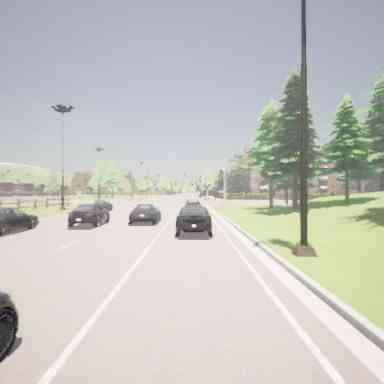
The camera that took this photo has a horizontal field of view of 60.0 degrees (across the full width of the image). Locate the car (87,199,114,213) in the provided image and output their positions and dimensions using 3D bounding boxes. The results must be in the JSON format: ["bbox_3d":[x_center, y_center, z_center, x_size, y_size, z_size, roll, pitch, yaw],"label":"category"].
[{"bbox_3d":[-10.403,1.575,38.229,1.994,1.385,4.181,0,0,0],"label":"car"}]

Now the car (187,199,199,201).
[{"bbox_3d":[0.096,1.502,36.771,2.128,1.511,4.902,0,0,0],"label":"car"}]

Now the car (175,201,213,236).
[{"bbox_3d":[0.098,1.483,18.431,1.882,1.535,5.008,0,0,0],"label":"car"}]

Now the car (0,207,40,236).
[{"bbox_3d":[-10.401,1.552,18.248,2.033,1.411,5.357,0,0,0],"label":"car"}]

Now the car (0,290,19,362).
[{"bbox_3d":[-3.400,1.527,2.866,1.812,1.442,4.674,0,0,0],"label":"car"}]

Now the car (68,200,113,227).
[{"bbox_3d":[-6.903,1.532,22.531,1.812,1.442,4.674,0,0,0],"label":"car"}]

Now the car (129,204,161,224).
[{"bbox_3d":[-3.403,1.571,24.593,1.994,1.385,4.181,0,0,0],"label":"car"}]
